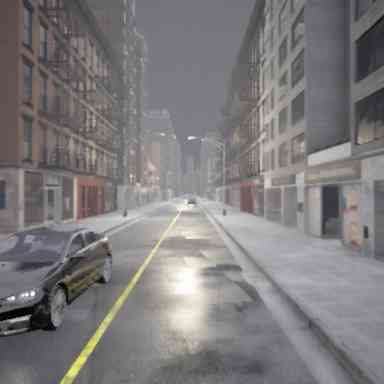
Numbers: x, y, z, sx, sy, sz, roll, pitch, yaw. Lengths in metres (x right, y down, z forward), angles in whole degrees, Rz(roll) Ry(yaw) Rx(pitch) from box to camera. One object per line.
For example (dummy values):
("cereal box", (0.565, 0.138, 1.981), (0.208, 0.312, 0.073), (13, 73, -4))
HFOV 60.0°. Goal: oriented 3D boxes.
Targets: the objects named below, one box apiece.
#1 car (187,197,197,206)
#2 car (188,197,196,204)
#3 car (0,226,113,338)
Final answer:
("car", (0.020, 2.025, 67.026), (1.895, 1.301, 4.718), (0, 0, 0))
("car", (0.022, 1.861, 76.997), (1.837, 1.490, 4.892), (0, 0, 0))
("car", (-3.070, 1.535, 7.059), (2.128, 1.511, 4.902), (0, 0, 2))
